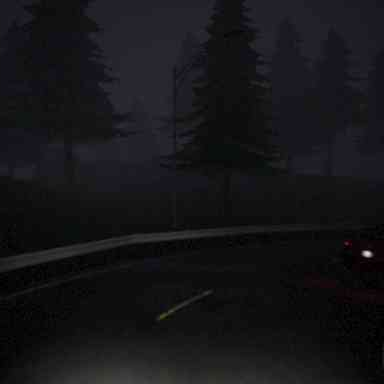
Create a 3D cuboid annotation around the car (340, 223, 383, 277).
[{"bbox_3d":[6.230,1.551,9.411,4.181,1.385,1.994,0,0,-28],"label":"car"}]
